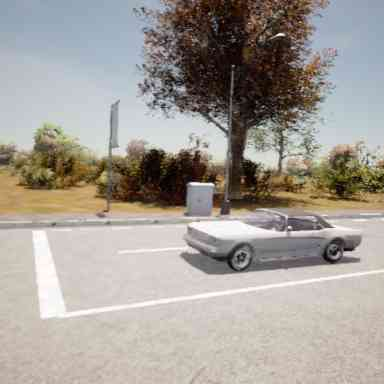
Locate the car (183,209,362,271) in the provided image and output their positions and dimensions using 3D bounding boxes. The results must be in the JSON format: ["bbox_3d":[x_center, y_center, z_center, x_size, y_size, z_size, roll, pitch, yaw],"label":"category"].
[{"bbox_3d":[2.188,1.137,8.993,4.718,1.301,1.895,1,4,-24],"label":"car"}]
